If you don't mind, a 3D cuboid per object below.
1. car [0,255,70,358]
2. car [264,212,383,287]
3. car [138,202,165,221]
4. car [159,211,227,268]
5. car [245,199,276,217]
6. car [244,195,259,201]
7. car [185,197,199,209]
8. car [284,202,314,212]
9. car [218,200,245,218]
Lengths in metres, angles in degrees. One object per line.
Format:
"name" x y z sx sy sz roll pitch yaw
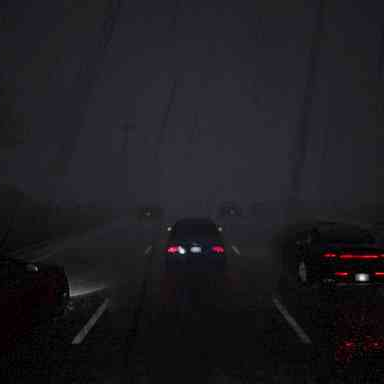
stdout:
"car" -3.401 1.587 4.887 1.994 1.385 4.181 0 0 0
"car" 3.601 1.549 9.456 1.837 1.490 4.892 0 0 0
"car" -3.439 1.605 28.586 1.882 1.535 5.008 0 0 0
"car" 0.102 1.599 11.407 2.033 1.411 5.357 0 0 0
"car" 7.047 1.699 33.865 2.033 1.411 5.357 0 0 0
"car" 10.406 1.479 58.512 2.150 2.045 5.566 0 -1 0
"car" -0.055 1.579 51.015 2.097 1.767 4.553 0 0 0
"car" 10.537 1.710 32.942 1.994 1.385 4.181 0 0 0
"car" 3.545 1.667 31.756 1.812 1.442 4.674 0 0 0
